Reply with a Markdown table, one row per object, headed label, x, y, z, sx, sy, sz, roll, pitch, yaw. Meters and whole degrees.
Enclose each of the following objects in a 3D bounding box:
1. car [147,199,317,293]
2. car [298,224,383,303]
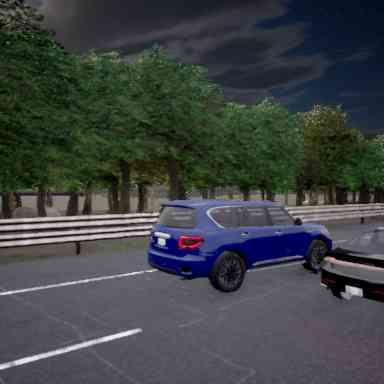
| label | x | y | z | sx | sy | sz | roll | pitch | yaw |
| --- | --- | --- | --- | --- | --- | --- | --- | --- | --- |
| car | 1.495 | 1.224 | 9.109 | 5.566 | 2.045 | 2.150 | 0 | 0 | -35 |
| car | 4.769 | 1.494 | 7.147 | 4.902 | 1.511 | 2.128 | 0 | 0 | -36 |
